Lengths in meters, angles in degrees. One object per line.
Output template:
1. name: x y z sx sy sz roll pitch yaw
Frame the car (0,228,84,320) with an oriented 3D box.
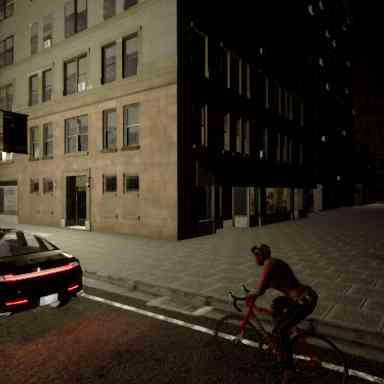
1. car: -4.230 1.493 6.707 4.902 1.511 2.128 0 0 36

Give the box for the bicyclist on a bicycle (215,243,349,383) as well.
1. bicyclist on a bicycle: 0.975 1.453 3.969 1.656 1.620 0.582 0 0 36
